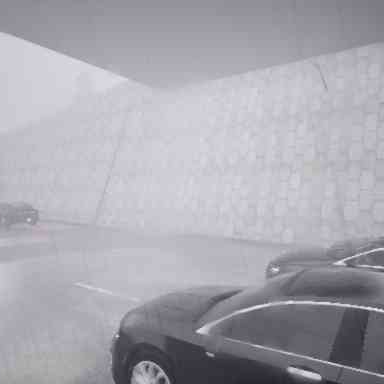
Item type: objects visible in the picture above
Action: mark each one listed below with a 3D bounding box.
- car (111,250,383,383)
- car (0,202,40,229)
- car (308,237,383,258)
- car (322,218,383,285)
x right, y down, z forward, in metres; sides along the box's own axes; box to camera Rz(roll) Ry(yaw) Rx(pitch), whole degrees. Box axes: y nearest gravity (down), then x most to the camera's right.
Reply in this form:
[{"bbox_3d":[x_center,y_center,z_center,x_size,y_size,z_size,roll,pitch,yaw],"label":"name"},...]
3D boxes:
[{"bbox_3d":[1.337,1.499,3.038,4.892,1.490,1.837,0,0,35],"label":"car"},{"bbox_3d":[-11.457,1.368,20.766,4.892,1.490,1.837,0,0,36],"label":"car"},{"bbox_3d":[3.693,1.491,5.658,4.902,1.511,2.128,1,0,35],"label":"car"},{"bbox_3d":[6.247,1.551,8.146,5.357,1.411,2.033,1,0,35],"label":"car"}]
